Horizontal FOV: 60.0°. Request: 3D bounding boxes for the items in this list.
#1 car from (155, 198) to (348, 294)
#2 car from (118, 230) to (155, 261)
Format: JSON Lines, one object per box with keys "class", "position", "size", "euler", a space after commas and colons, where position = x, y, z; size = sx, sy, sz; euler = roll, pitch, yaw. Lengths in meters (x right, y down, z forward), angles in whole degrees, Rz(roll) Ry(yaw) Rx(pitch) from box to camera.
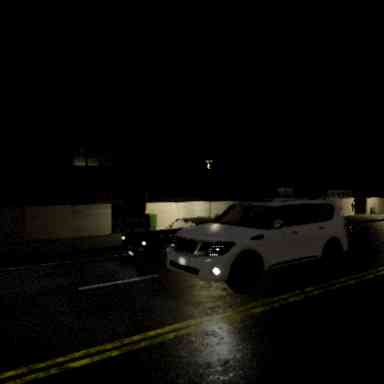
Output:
{"class": "car", "position": [2.028, 1.202, 9.124], "size": [5.566, 2.045, 2.150], "euler": [0, 0, -35]}
{"class": "car", "position": [-0.084, 1.582, 11.612], "size": [4.718, 1.301, 1.895], "euler": [0, 0, -36]}
